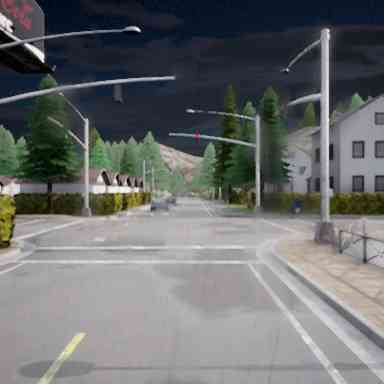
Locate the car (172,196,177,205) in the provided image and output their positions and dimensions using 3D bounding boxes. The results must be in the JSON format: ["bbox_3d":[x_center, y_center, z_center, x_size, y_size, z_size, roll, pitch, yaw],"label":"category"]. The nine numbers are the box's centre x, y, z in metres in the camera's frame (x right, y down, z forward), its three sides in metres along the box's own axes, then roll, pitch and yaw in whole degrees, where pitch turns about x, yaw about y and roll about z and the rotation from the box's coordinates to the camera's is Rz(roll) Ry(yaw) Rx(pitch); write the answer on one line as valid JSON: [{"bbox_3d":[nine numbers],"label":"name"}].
[{"bbox_3d":[-3.502,1.402,54.573,1.837,1.490,4.892,0,0,1],"label":"car"}]

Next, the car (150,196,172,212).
[{"bbox_3d":[-3.559,1.454,37.506,1.812,1.442,4.674,0,0,0],"label":"car"}]
